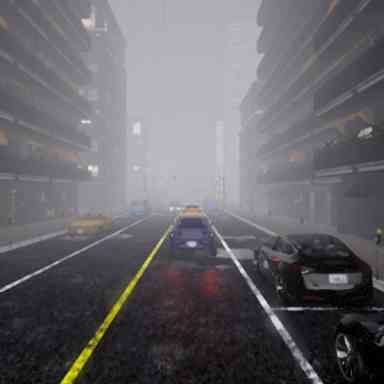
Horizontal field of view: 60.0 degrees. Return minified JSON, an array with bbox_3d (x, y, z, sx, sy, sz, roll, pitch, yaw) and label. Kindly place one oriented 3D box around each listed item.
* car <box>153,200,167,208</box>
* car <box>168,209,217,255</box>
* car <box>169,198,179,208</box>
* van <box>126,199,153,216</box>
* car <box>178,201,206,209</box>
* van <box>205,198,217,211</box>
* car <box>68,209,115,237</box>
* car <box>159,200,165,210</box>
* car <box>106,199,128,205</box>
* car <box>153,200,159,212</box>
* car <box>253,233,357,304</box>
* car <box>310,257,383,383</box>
[{"bbox_3d":[-5.709,2.139,59.175,2.008,1.369,4.403,-1,-1,0],"label":"car"},{"bbox_3d":[0.021,1.662,13.903,1.812,1.442,4.674,0,0,1],"label":"car"},{"bbox_3d":[-3.030,2.166,60.560,1.994,1.385,4.181,0,-1,0],"label":"car"},{"bbox_3d":[-5.710,1.702,36.522,1.690,1.788,3.998,-1,-1,0],"label":"van"},{"bbox_3d":[0.024,1.765,29.242,1.882,1.535,5.008,0,0,1],"label":"car"},{"bbox_3d":[2.669,1.814,47.815,1.690,1.788,3.998,-1,-1,0],"label":"van"},{"bbox_3d":[-5.705,1.716,19.359,1.752,1.417,4.829,-1,-1,0],"label":"car"},{"bbox_3d":[-5.709,2.054,53.341,1.752,1.417,4.829,-1,-1,0],"label":"car"},{"bbox_3d":[-17.895,2.294,79.144,4.829,1.417,1.752,0,0,0],"label":"car"},{"bbox_3d":[-5.707,1.968,42.183,2.008,1.369,4.403,-1,-1,0],"label":"car"},{"bbox_3d":[2.677,1.647,8.170,1.947,1.339,4.313,-1,-1,0],"label":"car"},{"bbox_3d":[2.678,1.592,2.506,1.947,1.339,4.313,-1,-1,0],"label":"car"}]
